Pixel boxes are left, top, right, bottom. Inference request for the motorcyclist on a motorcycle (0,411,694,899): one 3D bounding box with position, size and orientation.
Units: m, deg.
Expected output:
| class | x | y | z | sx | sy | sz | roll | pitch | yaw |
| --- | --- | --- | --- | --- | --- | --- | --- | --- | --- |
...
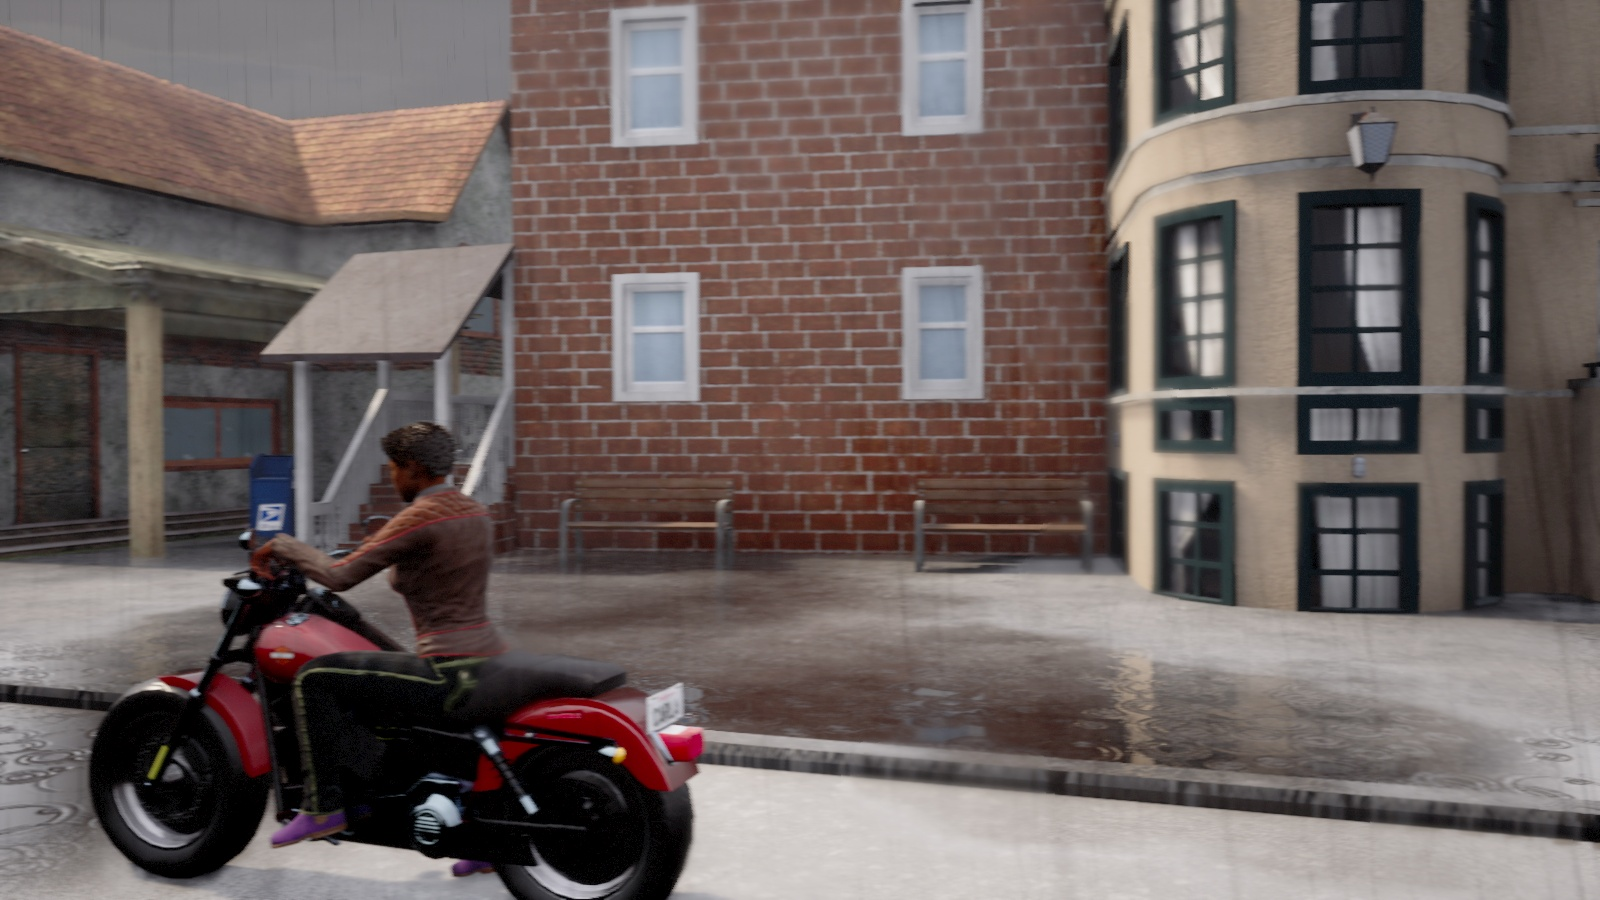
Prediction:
| class | x | y | z | sx | sy | sz | roll | pitch | yaw |
| --- | --- | --- | --- | --- | --- | --- | --- | --- | --- |
| motorcyclist on a motorcycle | -1.596 | 0.703 | 4.257 | 2.350 | 1.649 | 0.766 | 0 | 1 | 19 |
